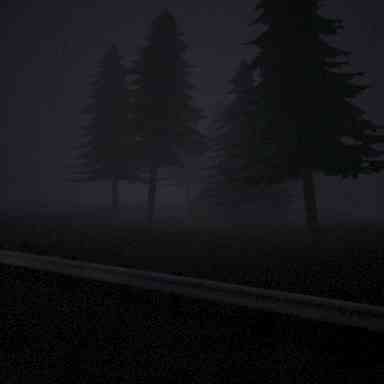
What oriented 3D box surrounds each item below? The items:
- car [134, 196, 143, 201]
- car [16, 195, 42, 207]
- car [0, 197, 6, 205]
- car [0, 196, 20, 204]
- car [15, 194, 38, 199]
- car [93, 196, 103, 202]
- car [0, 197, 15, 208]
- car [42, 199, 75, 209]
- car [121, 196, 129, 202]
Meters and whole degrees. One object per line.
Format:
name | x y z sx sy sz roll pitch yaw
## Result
car | -13.638 1.659 85.015 1.882 1.535 5.008 0 0 -4
car | -21.994 1.644 47.359 2.128 1.511 4.902 0 0 17
car | -36.506 1.702 60.218 1.882 1.535 5.008 0 0 15
car | -41.367 1.790 75.262 2.128 1.511 4.902 0 0 3
car | -34.663 1.459 70.797 2.150 2.045 5.566 0 0 7
car | -24.309 1.721 85.892 1.837 1.490 4.892 0 0 -8
car | -28.966 1.656 48.495 1.882 1.535 5.008 0 0 17
car | -18.443 1.664 46.977 1.812 1.442 4.674 0 0 17
car | -17.242 1.719 85.660 1.812 1.442 4.674 0 0 -8
